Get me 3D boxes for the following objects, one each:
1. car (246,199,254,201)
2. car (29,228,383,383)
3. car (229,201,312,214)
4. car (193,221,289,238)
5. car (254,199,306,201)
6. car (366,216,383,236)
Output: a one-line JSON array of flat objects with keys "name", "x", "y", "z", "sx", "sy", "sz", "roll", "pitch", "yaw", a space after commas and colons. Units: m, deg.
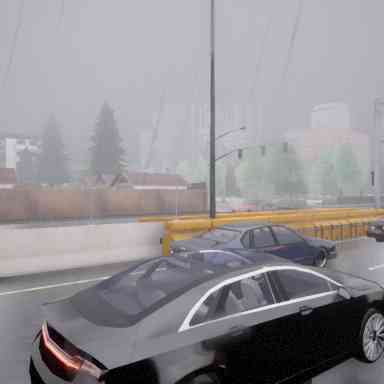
[{"name": "car", "x": 5.384, "y": 1.404, "z": 29.175, "sx": 4.553, "sy": 1.767, "sz": 2.097, "roll": 0, "pitch": 0, "yaw": -38}, {"name": "car", "x": 0.665, "y": 1.492, "z": 4.215, "sx": 4.902, "sy": 1.511, "sz": 2.128, "roll": 0, "pitch": 0, "yaw": -35}, {"name": "car", "x": 4.688, "y": 1.493, "z": 20.143, "sx": 4.902, "sy": 1.511, "sz": 2.128, "roll": 0, "pitch": 0, "yaw": -35}, {"name": "car", "x": 1.856, "y": 1.547, "z": 9.359, "sx": 5.357, "sy": 1.411, "sz": 2.033, "roll": 0, "pitch": 0, "yaw": -35}, {"name": "car", "x": 7.497, "y": 1.381, "z": 26.364, "sx": 4.553, "sy": 1.767, "sz": 2.097, "roll": 0, "pitch": 0, "yaw": -35}, {"name": "car", "x": 10.056, "y": 1.547, "z": 15.179, "sx": 5.357, "sy": 1.411, "sz": 2.033, "roll": 0, "pitch": 0, "yaw": -35}]
